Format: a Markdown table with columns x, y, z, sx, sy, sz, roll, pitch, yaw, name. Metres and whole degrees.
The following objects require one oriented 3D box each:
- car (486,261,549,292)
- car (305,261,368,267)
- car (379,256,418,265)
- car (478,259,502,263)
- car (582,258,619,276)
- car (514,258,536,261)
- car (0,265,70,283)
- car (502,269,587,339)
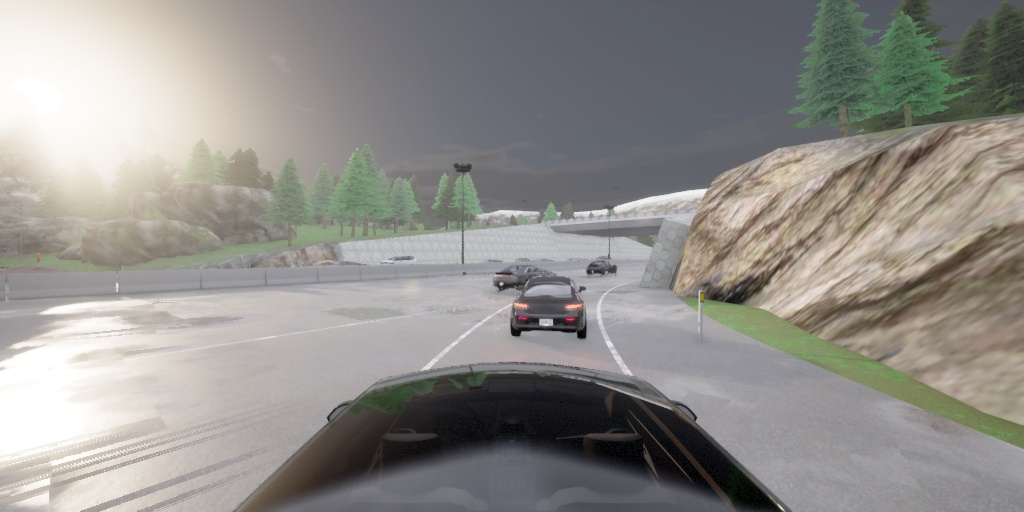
| x | y | z | sx | sy | sz | roll | pitch | yaw | name |
| --- | --- | --- | --- | --- | --- | --- | --- | --- | --- |
| 0.952 | 1.242 | 20.376 | 2.128 | 1.511 | 4.902 | 0 | 0 | 38 | car |
| -15.892 | 1.227 | 33.249 | 1.882 | 1.535 | 5.008 | 0 | 0 | 38 | car |
| -15.941 | 0.969 | 50.566 | 2.150 | 2.045 | 5.566 | 0 | 0 | 41 | car |
| -3.646 | 1.241 | 54.743 | 2.128 | 1.511 | 4.902 | 0 | 0 | 38 | car |
| 9.358 | 1.256 | 36.929 | 1.837 | 1.490 | 4.892 | 0 | 0 | 38 | car |
| 1.226 | 1.101 | 55.307 | 2.097 | 1.767 | 4.553 | 0 | 0 | 38 | car |
| -34.976 | 1.314 | 25.769 | 1.994 | 1.385 | 4.181 | 0 | 0 | 38 | car |
| 1.091 | 1.276 | 10.071 | 1.812 | 1.442 | 4.674 | 0 | 0 | 9 | car |
